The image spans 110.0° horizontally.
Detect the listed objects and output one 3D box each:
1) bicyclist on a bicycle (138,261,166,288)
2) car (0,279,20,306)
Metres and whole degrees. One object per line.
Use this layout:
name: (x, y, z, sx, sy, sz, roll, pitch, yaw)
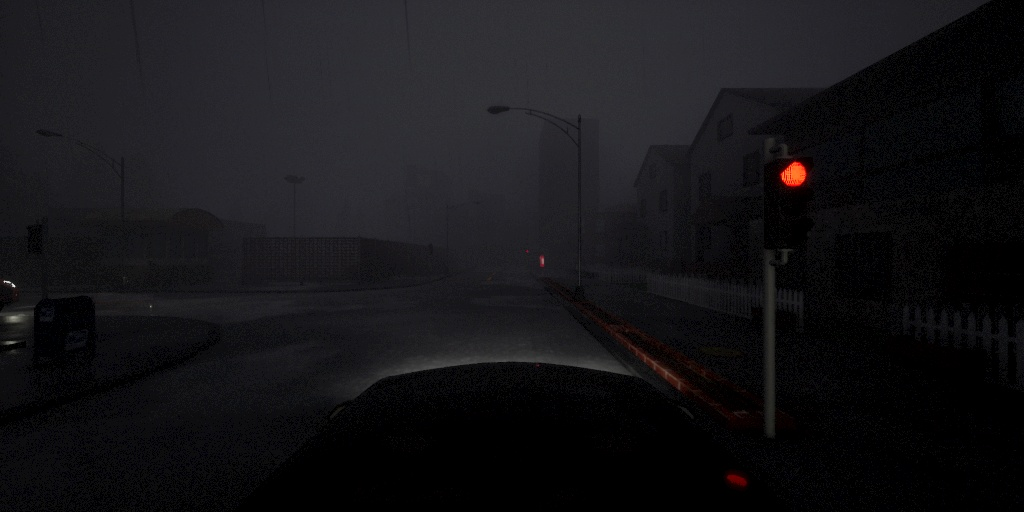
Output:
bicyclist on a bicycle: (-21.746, 1.099, 21.692, 0.582, 1.620, 1.656, 0, 0, 0)
car: (-21.594, 1.102, 13.299, 4.553, 1.767, 2.097, 0, 0, 0)
